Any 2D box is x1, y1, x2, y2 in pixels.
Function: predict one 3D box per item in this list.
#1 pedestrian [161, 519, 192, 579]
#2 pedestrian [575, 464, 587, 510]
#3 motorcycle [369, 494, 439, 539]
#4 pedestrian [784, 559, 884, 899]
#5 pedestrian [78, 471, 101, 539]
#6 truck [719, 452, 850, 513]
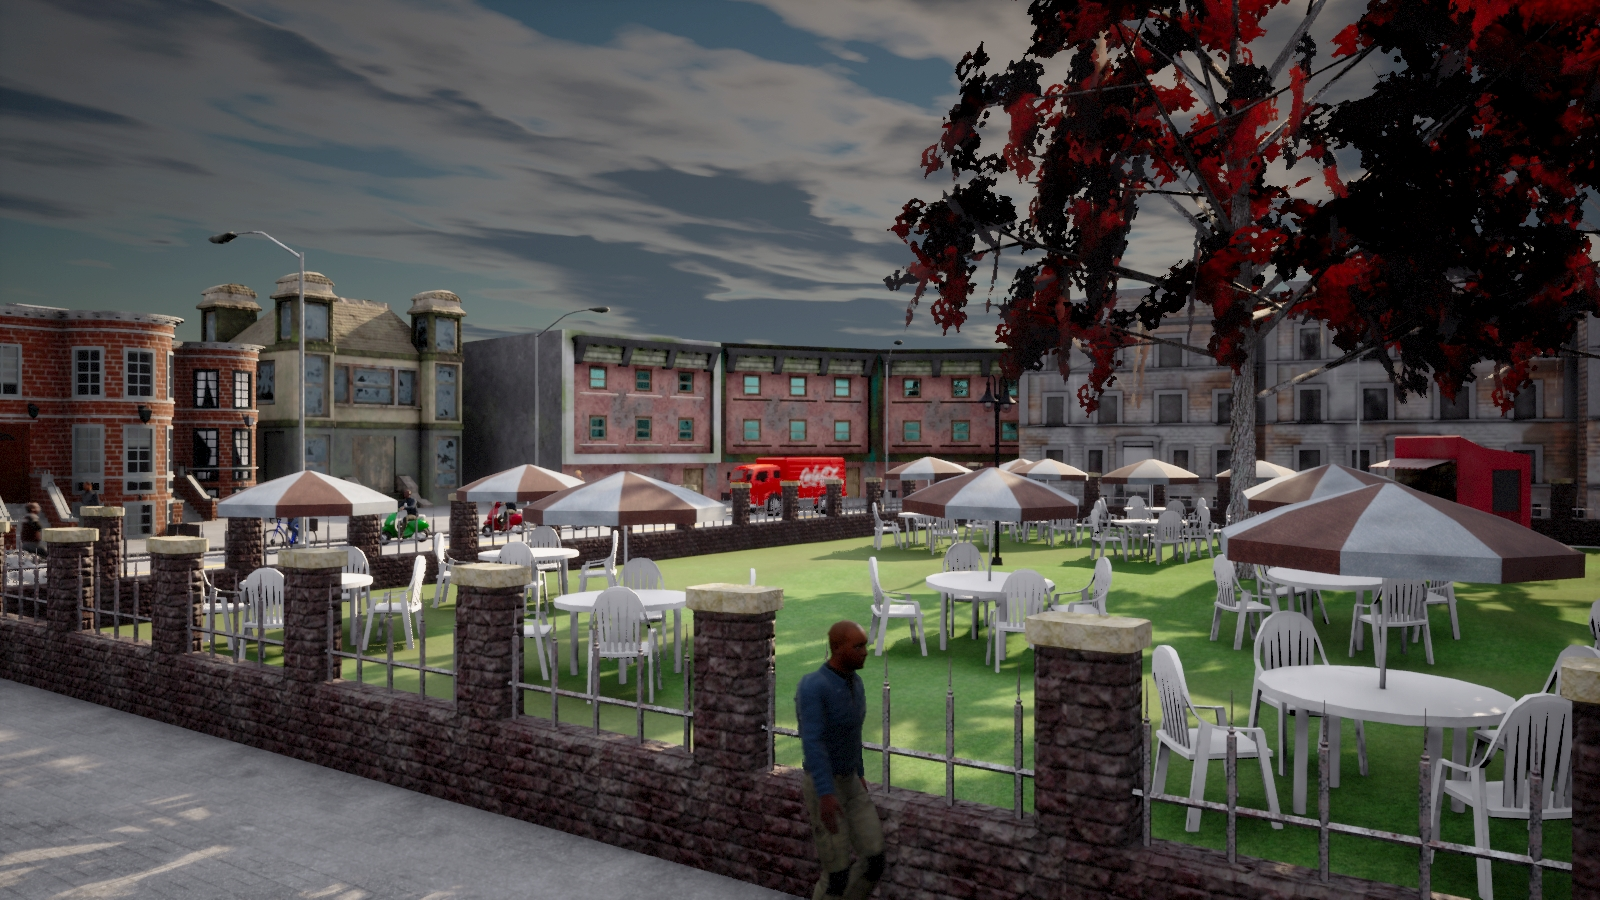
[{"bbox_3d":[-11.955,1.887,21.903,0.500,1.100,0.500,0,0,-31],"label":"pedestrian"},{"bbox_3d":[-9.012,1.512,47.024,0.375,1.860,0.375,0,0,-41],"label":"pedestrian"},{"bbox_3d":[-11.759,1.950,33.969,0.856,1.236,1.805,0,0,35],"label":"motorcycle"},{"bbox_3d":[0.178,1.523,5.935,0.375,1.860,0.375,0,0,35],"label":"pedestrian"},{"bbox_3d":[-19.474,1.502,31.319,0.375,1.860,0.375,0,0,24],"label":"pedestrian"},{"bbox_3d":[-0.634,1.331,49.320,5.204,2.467,2.627,-1,0,-41],"label":"truck"}]
